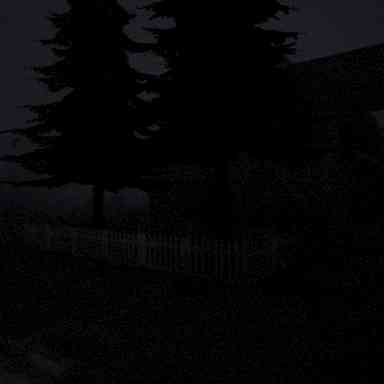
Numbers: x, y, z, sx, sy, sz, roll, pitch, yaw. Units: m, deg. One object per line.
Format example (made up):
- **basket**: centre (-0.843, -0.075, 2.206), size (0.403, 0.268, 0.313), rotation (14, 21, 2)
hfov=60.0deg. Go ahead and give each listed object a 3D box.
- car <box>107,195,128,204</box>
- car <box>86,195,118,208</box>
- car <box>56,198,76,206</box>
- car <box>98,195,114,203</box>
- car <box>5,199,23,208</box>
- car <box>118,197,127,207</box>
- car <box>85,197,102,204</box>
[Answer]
- **car**: centre (-16.856, 1.682, 74.914), size (4.605, 1.855, 1.932), rotation (-1, 0, 36)
- **car**: centre (-13.561, 1.502, 49.210), size (4.605, 1.855, 1.932), rotation (-1, 0, 36)
- **car**: centre (-24.762, 1.891, 65.262), size (4.514, 1.523, 2.007), rotation (-1, 0, 36)
- **car**: centre (-21.281, 1.741, 82.202), size (3.866, 1.878, 1.905), rotation (-1, 0, 36)
- **car**: centre (-30.679, 1.914, 57.209), size (3.633, 1.501, 1.845), rotation (-1, 0, 36)
- **car**: centre (-12.184, 1.485, 51.801), size (3.866, 1.878, 1.905), rotation (-1, 0, 36)
- **car**: centre (-23.730, 2.032, 79.873), size (3.806, 1.475, 1.970), rotation (-1, 0, 36)
